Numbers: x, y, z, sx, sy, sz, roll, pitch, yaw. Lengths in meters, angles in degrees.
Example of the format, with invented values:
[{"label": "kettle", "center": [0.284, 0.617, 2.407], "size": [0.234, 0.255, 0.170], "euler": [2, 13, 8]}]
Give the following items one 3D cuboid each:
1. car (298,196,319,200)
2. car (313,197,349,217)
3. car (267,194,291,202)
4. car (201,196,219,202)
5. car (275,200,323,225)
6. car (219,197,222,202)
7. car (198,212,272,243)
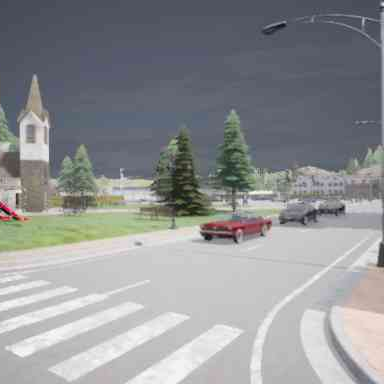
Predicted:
[{"label": "car", "center": [25.320, 1.695, 73.489], "size": [3.633, 1.501, 1.845], "euler": [-1, 0, 35]}, {"label": "car", "center": [14.100, 1.590, 33.525], "size": [1.882, 1.535, 5.008], "euler": [-1, 0, 35]}, {"label": "car", "center": [20.963, 1.788, 80.194], "size": [3.806, 1.475, 1.970], "euler": [-1, 0, 35]}, {"label": "car", "center": [4.015, 1.936, 88.449], "size": [4.514, 1.523, 2.007], "euler": [-1, 0, 35]}, {"label": "car", "center": [8.025, 1.604, 24.906], "size": [1.837, 1.490, 4.892], "euler": [-1, 0, 35]}, {"label": "car", "center": [5.776, 1.932, 91.046], "size": [5.027, 1.636, 2.152], "euler": [-1, 0, 35]}, {"label": "car", "center": [2.293, 1.688, 16.756], "size": [1.895, 1.301, 4.718], "euler": [-1, 0, 35]}]
